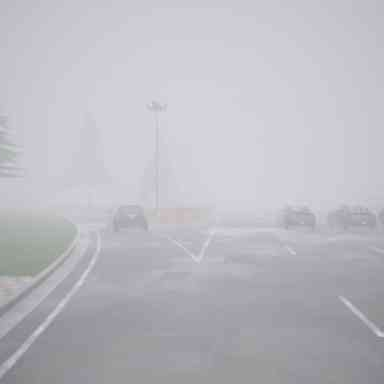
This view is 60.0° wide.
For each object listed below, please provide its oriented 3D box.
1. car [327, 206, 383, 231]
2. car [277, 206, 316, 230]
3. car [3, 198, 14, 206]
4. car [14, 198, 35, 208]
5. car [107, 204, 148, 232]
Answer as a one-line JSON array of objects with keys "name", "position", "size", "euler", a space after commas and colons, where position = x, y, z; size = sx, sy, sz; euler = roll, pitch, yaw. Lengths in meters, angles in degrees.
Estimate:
[{"name": "car", "position": [10.354, 1.645, 21.860], "size": [2.128, 1.511, 4.902], "euler": [0, -1, 7]}, {"name": "car", "position": [6.878, 1.665, 22.266], "size": [2.128, 1.511, 4.902], "euler": [0, -1, 7]}, {"name": "car", "position": [-38.056, 2.097, 69.839], "size": [2.097, 1.767, 4.553], "euler": [0, -1, -43]}, {"name": "car", "position": [-31.020, 2.249, 62.275], "size": [2.033, 1.411, 5.357], "euler": [0, -1, -43]}, {"name": "car", "position": [-4.384, 1.576, 22.101], "size": [2.097, 1.767, 4.553], "euler": [0, -1, -20]}]
